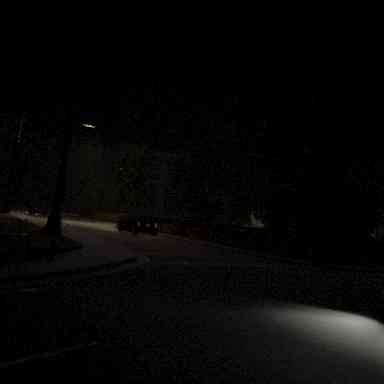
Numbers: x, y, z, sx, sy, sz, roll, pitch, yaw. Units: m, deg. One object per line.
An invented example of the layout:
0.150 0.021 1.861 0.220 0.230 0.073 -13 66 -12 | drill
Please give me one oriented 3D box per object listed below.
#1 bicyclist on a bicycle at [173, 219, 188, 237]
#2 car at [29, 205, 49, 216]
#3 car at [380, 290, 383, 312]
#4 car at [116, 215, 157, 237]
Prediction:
-0.943 3.270 29.954 1.656 1.620 0.582 10 -6 -35 | bicyclist on a bicycle
-21.322 2.486 46.362 1.994 1.385 4.181 10 -6 -34 | car
6.959 2.695 8.960 4.674 1.442 1.812 9 -6 -35 | car
-4.822 2.762 28.937 2.097 1.767 4.553 10 -6 -34 | car
